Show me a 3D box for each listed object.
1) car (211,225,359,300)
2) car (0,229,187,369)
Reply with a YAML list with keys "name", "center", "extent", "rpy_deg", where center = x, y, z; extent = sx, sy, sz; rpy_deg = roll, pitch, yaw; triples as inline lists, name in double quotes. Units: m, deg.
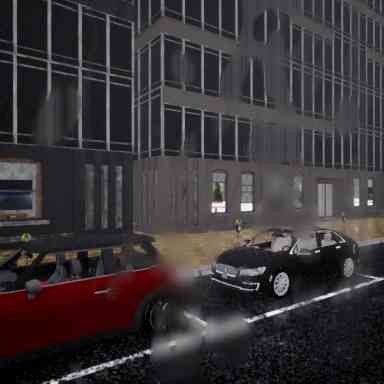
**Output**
- name: "car"
  center: [2.467, 1.550, 8.321]
  extent: [4.403, 1.369, 2.008]
  rpy_deg: [0, 0, -36]
- name: "car"
  center: [-2.166, 1.440, 5.016]
  extent: [4.097, 1.590, 1.967]
  rpy_deg: [0, 0, -36]
